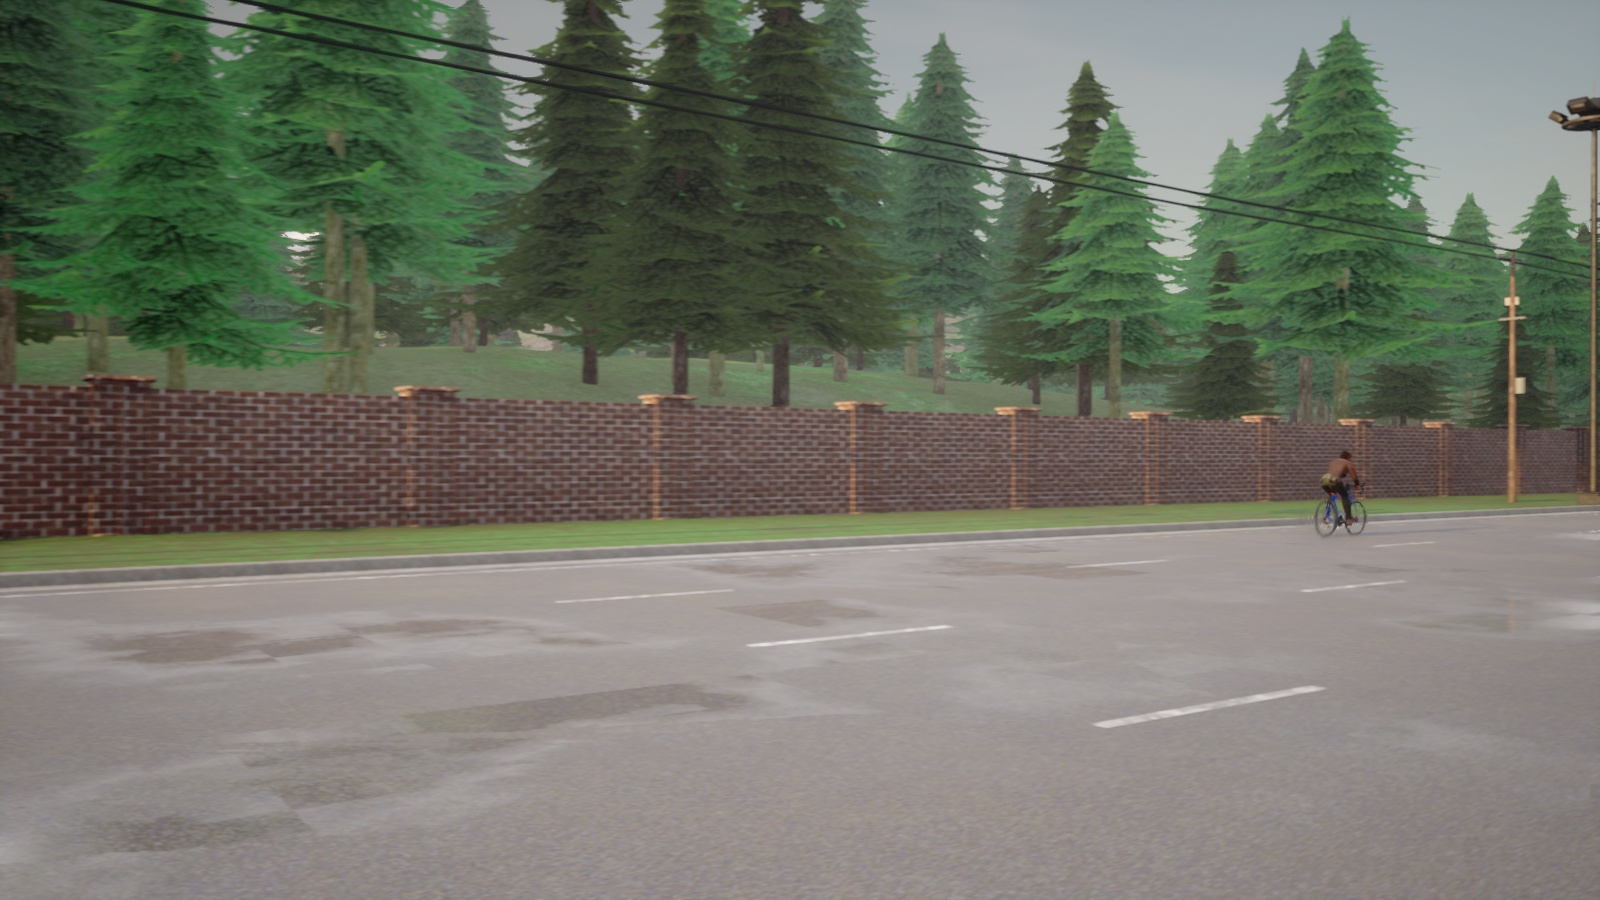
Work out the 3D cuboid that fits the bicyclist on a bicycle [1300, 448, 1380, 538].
[{"bbox_3d":[10.100,0.789,23.482,1.656,1.620,0.582,1,-1,-35],"label":"bicyclist on a bicycle"}]
